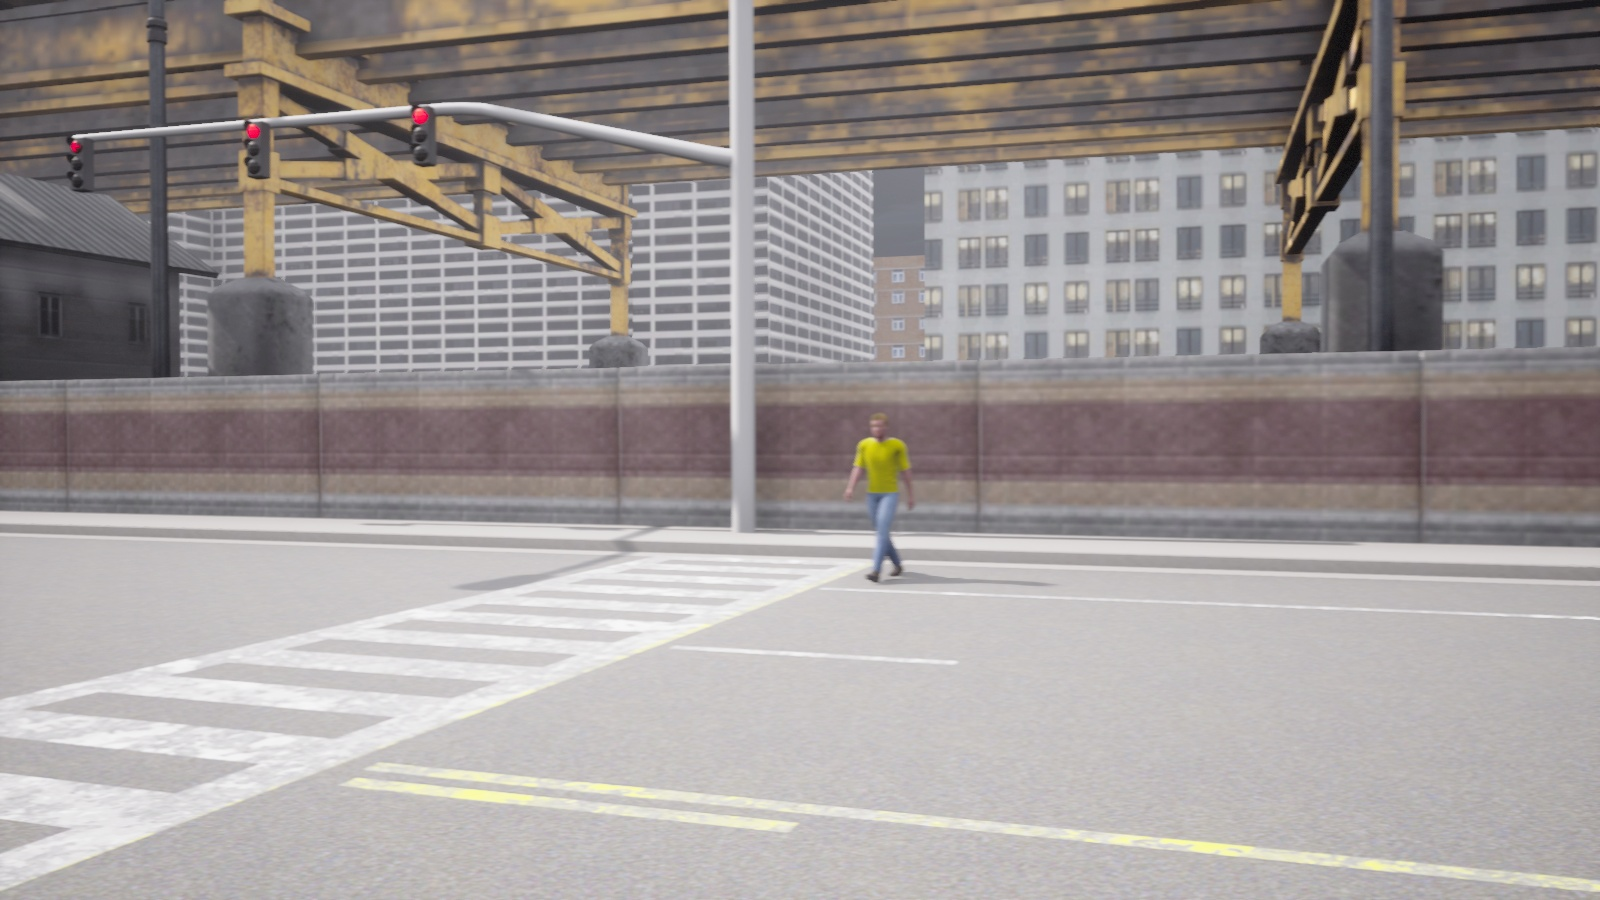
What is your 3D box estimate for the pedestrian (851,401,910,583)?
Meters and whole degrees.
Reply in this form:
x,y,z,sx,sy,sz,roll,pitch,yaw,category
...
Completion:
x,y,z,sx,sy,sz,roll,pitch,yaw,category
0.846,0.421,13.100,0.354,1.836,0.706,1,1,27,pedestrian
